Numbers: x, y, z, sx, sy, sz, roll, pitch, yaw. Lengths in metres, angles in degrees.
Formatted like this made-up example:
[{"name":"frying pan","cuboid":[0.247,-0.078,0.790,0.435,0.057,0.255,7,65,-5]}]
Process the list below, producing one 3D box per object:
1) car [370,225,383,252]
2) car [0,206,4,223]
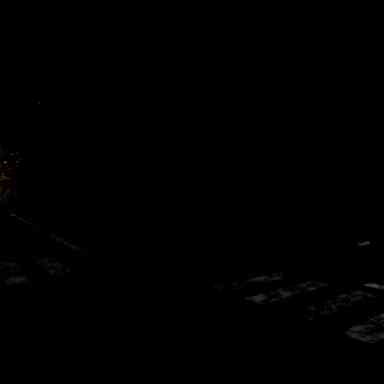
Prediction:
[{"name":"car","cuboid":[8.519,1.570,12.633,4.313,1.339,1.947,0,0,-36]},{"name":"car","cuboid":[-12.872,1.124,20.766,1.752,1.417,4.829,1,0,-36]}]
